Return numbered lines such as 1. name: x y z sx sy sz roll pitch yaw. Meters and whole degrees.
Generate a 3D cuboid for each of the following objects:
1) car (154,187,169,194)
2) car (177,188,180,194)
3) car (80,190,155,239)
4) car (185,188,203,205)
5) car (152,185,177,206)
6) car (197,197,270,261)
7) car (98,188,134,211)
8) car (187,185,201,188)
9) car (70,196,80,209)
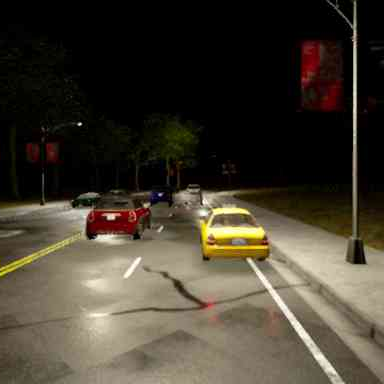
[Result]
1. car: -6.476 -0.313 71.720 1.994 1.385 4.181 0 2 12
2. car: -3.738 -0.289 68.727 1.812 1.442 4.674 0 2 10
3. car: -3.077 0.960 14.825 2.097 1.767 4.553 0 1 0
4. car: 0.227 0.593 35.903 1.812 1.442 4.674 0 1 1
5. car: -2.984 0.337 34.006 2.150 2.045 5.566 0 1 0
6. car: 1.192 1.163 10.954 1.801 1.575 5.366 0 1 0
7. car: -6.452 0.600 28.851 2.097 1.767 4.553 0 1 0
8. car: 0.355 -0.022 47.842 2.150 2.045 5.566 0 2 4
9. car: -9.694 0.791 31.157 1.895 1.301 4.718 0 1 0
